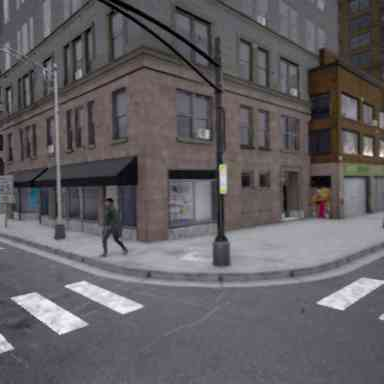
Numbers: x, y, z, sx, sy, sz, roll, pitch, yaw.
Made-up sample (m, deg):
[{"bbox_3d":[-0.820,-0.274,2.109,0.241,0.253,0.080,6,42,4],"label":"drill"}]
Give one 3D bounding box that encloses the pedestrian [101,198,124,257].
[{"bbox_3d":[-2.420,1.027,10.007,0.375,1.860,0.375,-3,2,-44],"label":"pedestrian"}]
